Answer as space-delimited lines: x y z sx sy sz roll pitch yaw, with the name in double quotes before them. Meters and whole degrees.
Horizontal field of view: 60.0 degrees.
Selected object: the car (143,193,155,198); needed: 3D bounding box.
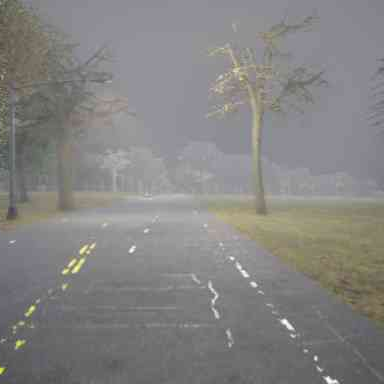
"car" -10.596 0.895 80.092 1.994 1.385 4.181 0 1 -3
